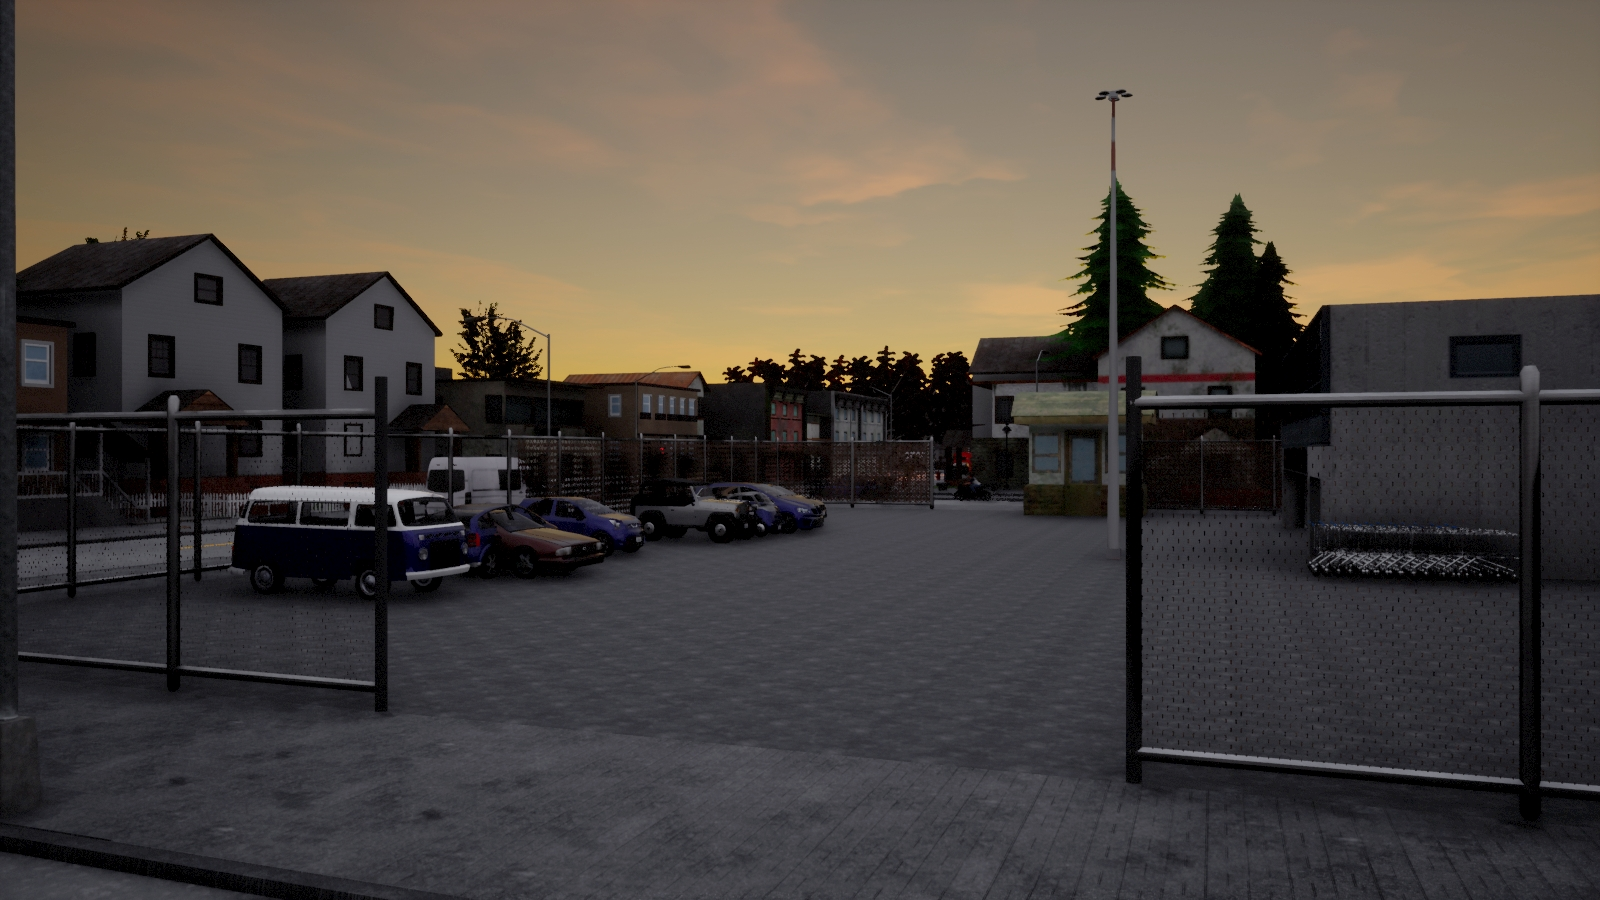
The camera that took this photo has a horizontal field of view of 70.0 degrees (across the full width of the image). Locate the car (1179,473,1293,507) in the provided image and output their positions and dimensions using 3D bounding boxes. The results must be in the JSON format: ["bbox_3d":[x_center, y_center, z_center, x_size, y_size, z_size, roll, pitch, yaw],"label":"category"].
[{"bbox_3d":[20.327,1.840,53.421,4.892,1.480,2.231,0,0,20],"label":"car"}]

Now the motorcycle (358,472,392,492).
[{"bbox_3d":[-26.121,1.970,70.183,1.805,1.236,0.856,0,0,19],"label":"motorcycle"}]

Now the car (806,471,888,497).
[{"bbox_3d":[2.665,1.902,64.119,4.181,1.385,1.994,0,0,20],"label":"car"}]

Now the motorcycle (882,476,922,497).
[{"bbox_3d":[5.638,1.995,63.058,2.033,1.145,0.803,0,0,20],"label":"motorcycle"}]

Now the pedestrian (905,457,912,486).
[{"bbox_3d":[7.095,1.403,74.590,0.375,1.860,0.375,0,0,-15],"label":"pedestrian"}]

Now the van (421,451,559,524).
[{"bbox_3d":[-11.617,1.319,43.358,1.988,2.561,5.915,0,0,20],"label":"van"}]
